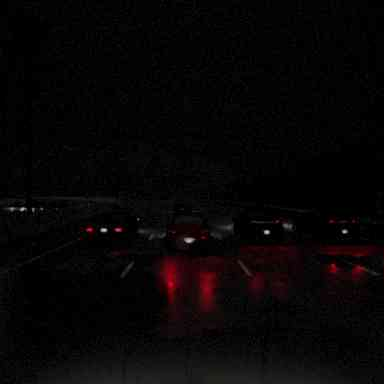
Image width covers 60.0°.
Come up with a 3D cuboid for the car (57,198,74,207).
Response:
[{"bbox_3d":[-22.311,1.861,58.941,2.033,1.411,5.357,0,0,-13],"label":"car"}]

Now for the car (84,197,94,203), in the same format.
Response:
[{"bbox_3d":[-24.614,1.864,79.403,1.812,1.442,4.674,0,0,-18],"label":"car"}]

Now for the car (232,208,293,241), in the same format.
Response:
[{"bbox_3d":[3.242,1.565,17.159,2.128,1.511,4.902,0,0,-2],"label":"car"}]

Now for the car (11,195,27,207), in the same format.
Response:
[{"bbox_3d":[-29.116,1.542,57.138,2.150,2.045,5.566,0,0,-11],"label":"car"}]

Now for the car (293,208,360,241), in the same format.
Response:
[{"bbox_3d":[6.741,1.559,17.263,2.128,1.511,4.902,0,0,-2],"label":"car"}]

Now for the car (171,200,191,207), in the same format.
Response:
[{"bbox_3d":[-1.206,1.650,36.735,1.882,1.535,5.008,0,0,-5],"label":"car"}]

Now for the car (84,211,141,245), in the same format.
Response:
[{"bbox_3d":[-3.698,1.630,16.153,2.033,1.411,5.357,0,0,-2],"label":"car"}]

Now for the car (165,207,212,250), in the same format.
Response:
[{"bbox_3d":[-0.178,1.593,14.496,1.812,1.442,4.674,0,0,-2],"label":"car"}]

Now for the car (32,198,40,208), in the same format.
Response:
[{"bbox_3d":[-25.213,1.816,55.773,1.837,1.490,4.892,1,0,-11],"label":"car"}]

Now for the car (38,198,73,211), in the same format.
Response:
[{"bbox_3d":[-15.602,1.711,38.254,1.837,1.490,4.892,0,0,-5],"label":"car"}]
